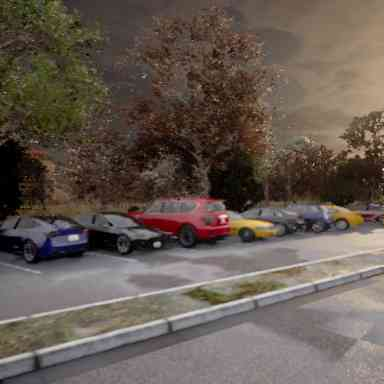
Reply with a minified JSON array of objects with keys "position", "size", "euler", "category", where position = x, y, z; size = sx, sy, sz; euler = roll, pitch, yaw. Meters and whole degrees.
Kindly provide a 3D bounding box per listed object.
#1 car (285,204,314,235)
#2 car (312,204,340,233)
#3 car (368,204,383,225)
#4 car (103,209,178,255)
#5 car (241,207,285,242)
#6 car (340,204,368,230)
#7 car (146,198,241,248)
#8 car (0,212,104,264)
[{"position":[3.961,1.607,18.942],"size":[4.892,1.521,2.231],"euler":[-1,-1,34],"category":"car"},{"position":[6.380,1.503,20.679],"size":[4.553,1.767,2.185],"euler":[-1,-1,34],"category":"car"},{"position":[13.457,1.724,26.019],"size":[4.792,1.488,2.163],"euler":[-1,-1,33],"category":"car"},{"position":[-3.254,1.570,13.726],"size":[4.792,1.488,2.163],"euler":[-1,-1,34],"category":"car"},{"position":[1.708,1.580,17.106],"size":[5.366,1.575,1.946],"euler":[-1,-1,34],"category":"car"},{"position":[8.748,1.650,22.447],"size":[5.008,1.535,2.097],"euler":[-1,-1,34],"category":"car"},{"position":[-0.886,1.312,15.487],"size":[5.566,2.045,2.435],"euler":[-1,-1,34],"category":"car"},{"position":[-5.728,1.549,12.023],"size":[4.792,1.488,2.163],"euler":[-1,-1,34],"category":"car"}]
